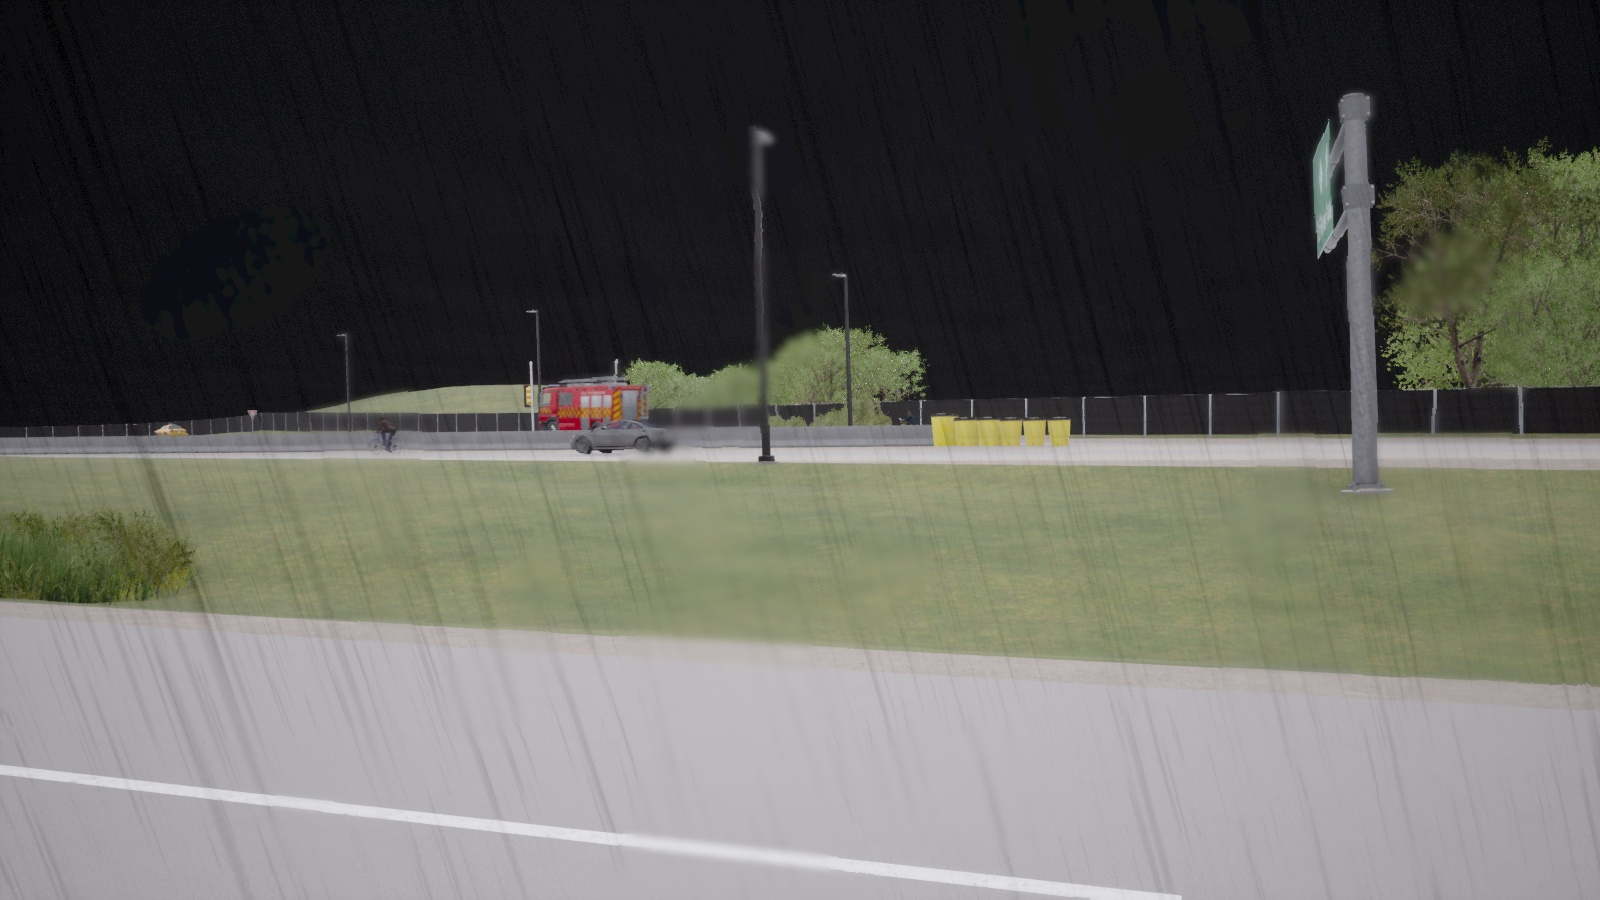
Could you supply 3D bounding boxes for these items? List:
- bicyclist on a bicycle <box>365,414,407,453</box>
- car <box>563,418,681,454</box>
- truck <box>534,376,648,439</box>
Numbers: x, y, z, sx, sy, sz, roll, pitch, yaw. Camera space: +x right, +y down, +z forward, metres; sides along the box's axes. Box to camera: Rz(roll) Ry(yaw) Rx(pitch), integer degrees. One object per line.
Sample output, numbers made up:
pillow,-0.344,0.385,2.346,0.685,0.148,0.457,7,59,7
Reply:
bicyclist on a bicycle,-17.682,-0.696,53.663,1.656,1.620,0.582,0,1,19
car,-7.076,-0.564,49.969,4.181,1.385,1.994,0,1,19
truck,-13.435,-2.680,80.099,2.891,3.827,8.468,-2,2,-44
